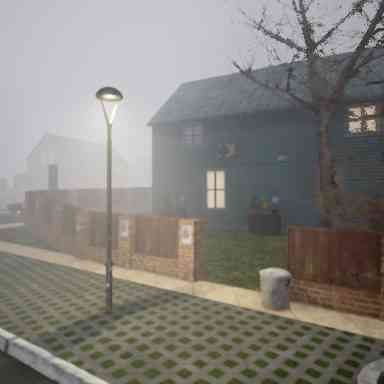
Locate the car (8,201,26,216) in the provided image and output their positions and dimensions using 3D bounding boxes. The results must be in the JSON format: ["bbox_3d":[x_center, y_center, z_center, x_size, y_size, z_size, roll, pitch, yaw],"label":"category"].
[{"bbox_3d":[-9.464,0.878,22.175,1.895,1.301,4.718,0,2,30],"label":"car"}]
